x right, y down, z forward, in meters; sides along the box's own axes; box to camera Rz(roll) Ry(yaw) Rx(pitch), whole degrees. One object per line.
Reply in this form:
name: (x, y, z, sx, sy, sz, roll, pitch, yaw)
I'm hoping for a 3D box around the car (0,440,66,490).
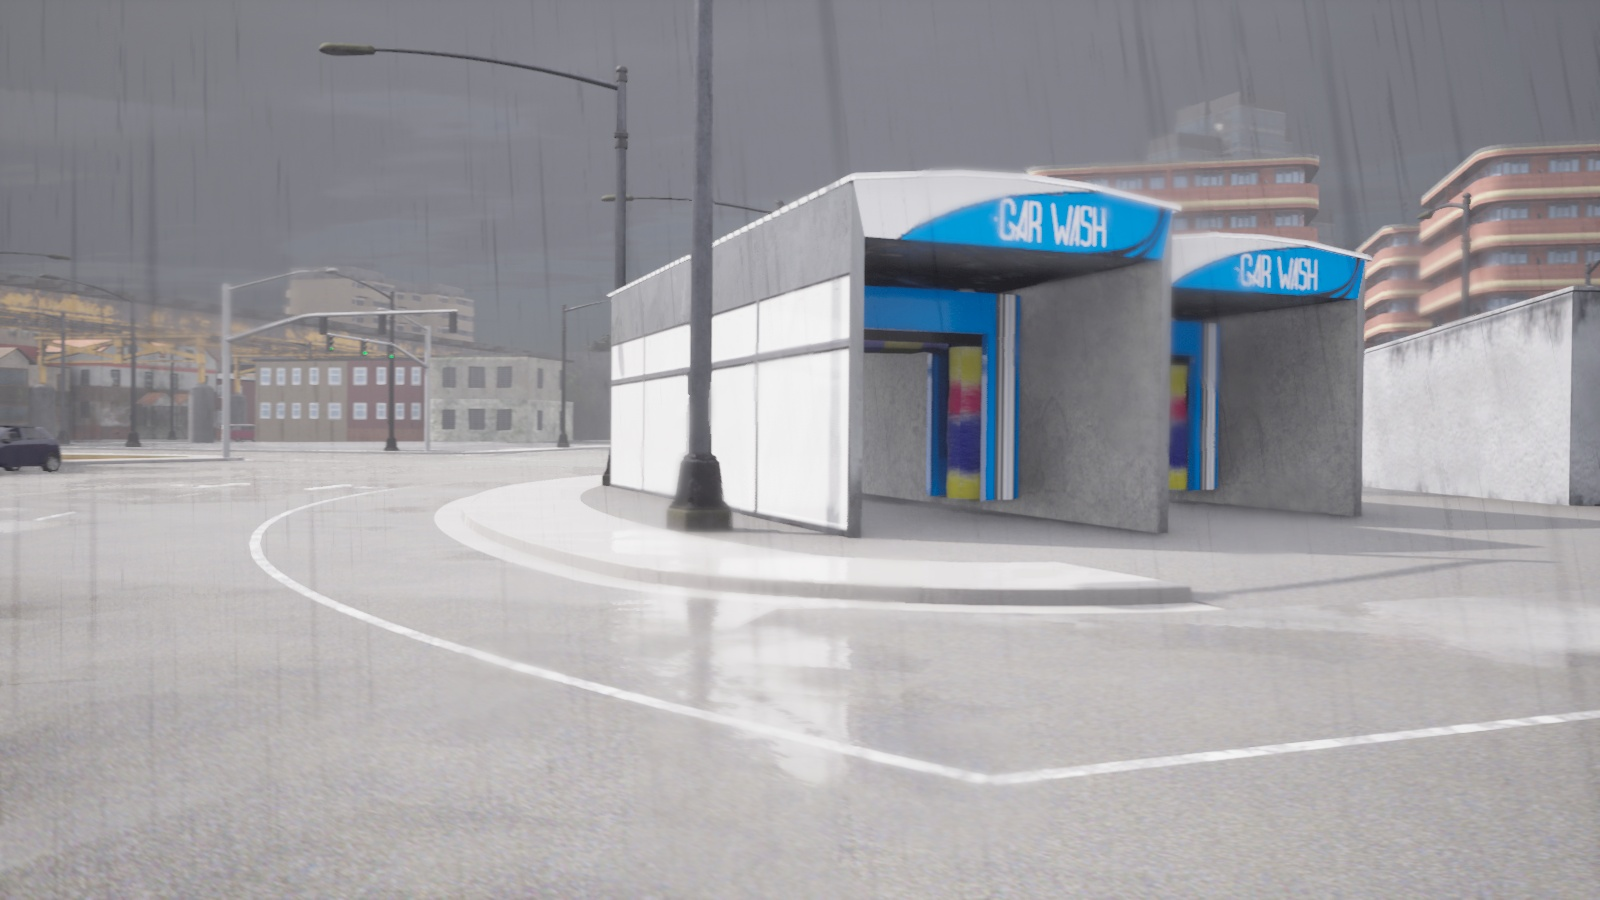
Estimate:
car: (-25.140, 0.462, 39.267, 1.845, 1.501, 3.633, 0, 1, 10)
